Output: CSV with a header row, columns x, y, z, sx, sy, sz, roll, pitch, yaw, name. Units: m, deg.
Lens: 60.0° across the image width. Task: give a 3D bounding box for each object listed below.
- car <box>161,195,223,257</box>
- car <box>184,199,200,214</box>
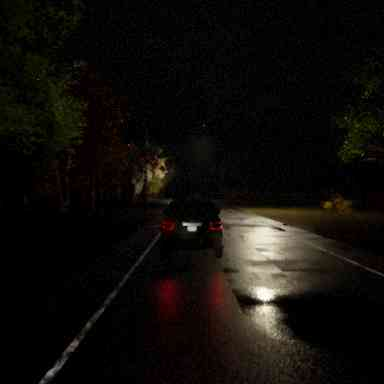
x,y,z,sx,sy,sz,roll,pitch,yaw,name
-0.001,1.279,13.333,2.150,2.045,5.566,0,0,0,car
-0.008,1.665,39.308,1.837,1.490,4.892,0,0,0,car
